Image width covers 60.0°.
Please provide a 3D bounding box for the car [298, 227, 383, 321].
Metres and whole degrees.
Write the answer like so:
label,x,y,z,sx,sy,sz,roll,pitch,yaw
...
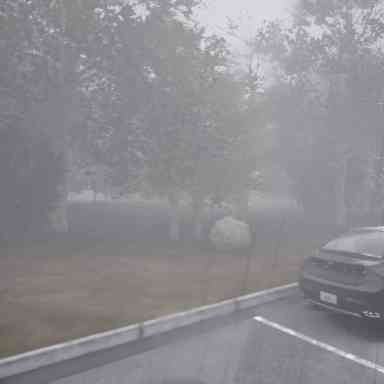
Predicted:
label,x,y,z,sx,sy,sz,roll,pitch,yaw
car,4.260,1.453,6.792,4.892,1.521,2.231,0,0,-33
